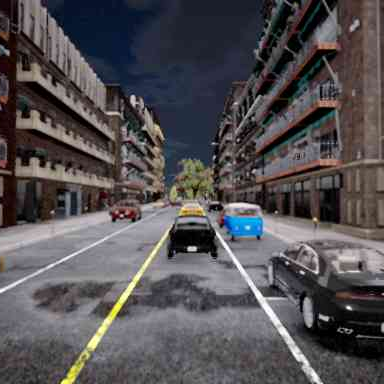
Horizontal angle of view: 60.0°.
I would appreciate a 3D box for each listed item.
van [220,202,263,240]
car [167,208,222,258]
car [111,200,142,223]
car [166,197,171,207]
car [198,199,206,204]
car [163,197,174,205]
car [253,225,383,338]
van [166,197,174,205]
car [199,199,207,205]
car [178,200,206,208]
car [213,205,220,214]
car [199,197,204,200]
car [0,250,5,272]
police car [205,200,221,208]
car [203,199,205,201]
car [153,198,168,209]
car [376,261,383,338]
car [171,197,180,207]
[{"bbox_3d":[2.707,1.536,18.008,1.690,1.788,3.998,1,-1,0],"label":"van"},{"bbox_3d":[0.023,1.653,13.493,1.837,1.490,4.892,0,0,0],"label":"car"},{"bbox_3d":[-5.672,1.634,29.372,2.192,1.841,5.009,1,-1,0],"label":"car"},{"bbox_3d":[-5.672,2.238,63.336,1.887,1.381,4.507,1,-1,0],"label":"car"},{"bbox_3d":[2.718,2.577,91.604,1.947,1.339,4.313,1,-1,0],"label":"car"},{"bbox_3d":[-5.667,2.199,80.324,2.192,1.841,5.009,1,-1,0],"label":"car"},{"bbox_3d":[2.703,1.624,6.683,2.008,1.369,4.403,1,-1,0],"label":"car"},{"bbox_3d":[-5.667,2.289,85.984,1.690,1.788,3.998,1,-1,0],"label":"van"},{"bbox_3d":[2.714,2.492,85.942,1.887,1.381,4.507,1,-1,0],"label":"car"},{"bbox_3d":[0.030,1.795,29.260,1.882,1.535,5.008,0,0,0],"label":"car"},{"bbox_3d":[2.704,1.838,23.666,1.802,1.307,4.206,1,-1,0],"label":"car"},{"bbox_3d":[2.711,2.410,80.452,1.752,1.417,4.829,1,-1,0],"label":"car"},{"bbox_3d":[-5.677,1.597,6.554,1.752,1.417,4.829,1,-1,0],"label":"car"},{"bbox_3d":[3.139,1.915,45.018,1.930,1.638,5.238,0,-1,0],"label":"police car"},{"bbox_3d":[3.151,2.071,51.907,1.837,1.490,4.892,0,-1,0],"label":"car"},{"bbox_3d":[-5.673,2.154,57.507,1.752,1.417,4.829,1,-1,0],"label":"car"},{"bbox_3d":[2.704,1.453,1.023,1.967,1.590,4.097,1,-1,0],"label":"car"},{"bbox_3d":[-3.011,2.278,65.390,1.994,1.385,4.181,0,-1,0],"label":"car"}]
